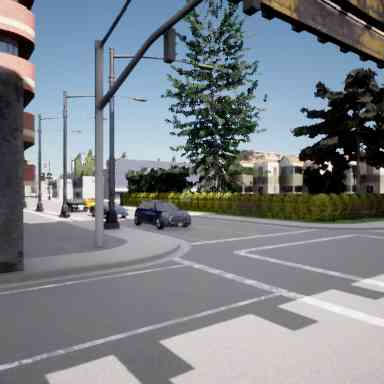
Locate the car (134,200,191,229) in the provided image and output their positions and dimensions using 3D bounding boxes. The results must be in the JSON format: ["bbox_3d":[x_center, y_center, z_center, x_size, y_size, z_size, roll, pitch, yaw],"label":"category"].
[{"bbox_3d":[-1.988,1.349,21.656,2.097,1.767,4.553,0,0,-35],"label":"car"}]

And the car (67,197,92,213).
[{"bbox_3d":[-13.318,1.488,37.788,2.128,1.511,4.902,0,0,-35],"label":"car"}]

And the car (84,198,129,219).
[{"bbox_3d":[-7.462,1.544,29.435,2.033,1.411,5.357,0,0,-35],"label":"car"}]

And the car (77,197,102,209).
[{"bbox_3d":[-14.086,1.473,45.302,1.882,1.535,5.008,0,0,-34],"label":"car"}]
